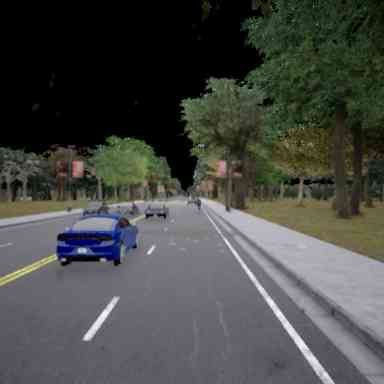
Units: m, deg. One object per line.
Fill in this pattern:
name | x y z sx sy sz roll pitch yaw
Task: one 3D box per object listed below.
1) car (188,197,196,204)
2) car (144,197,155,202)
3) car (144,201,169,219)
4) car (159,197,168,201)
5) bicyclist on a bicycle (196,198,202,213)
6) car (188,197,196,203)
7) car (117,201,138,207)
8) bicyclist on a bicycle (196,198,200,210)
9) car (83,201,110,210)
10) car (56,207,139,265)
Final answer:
car | -0.003 1.905 70.986 2.033 1.411 5.357 0 0 0
car | -9.753 1.777 76.494 1.994 1.385 4.181 0 0 0
car | -3.153 1.764 30.909 1.895 1.301 4.718 0 0 0
car | -6.503 1.777 76.494 1.994 1.385 4.181 0 0 0
bicyclist on a bicycle | 0.894 1.661 39.335 0.582 1.620 1.656 0 -1 0
car | -0.004 1.894 81.828 1.994 1.385 4.181 0 0 0
car | -6.595 1.706 34.105 1.812 1.442 4.674 0 0 0
bicyclist on a bicycle | 0.893 1.707 48.333 0.582 1.620 1.656 0 -1 0
car | -9.844 1.687 34.503 1.837 1.490 4.892 0 0 0
car | -3.152 1.540 12.013 1.882 1.535 5.008 0 0 0
